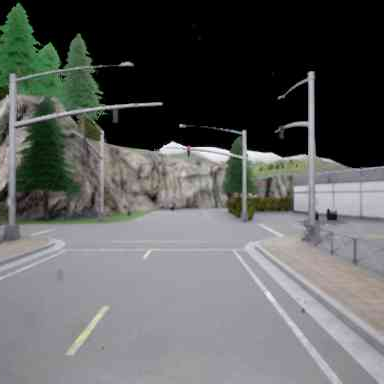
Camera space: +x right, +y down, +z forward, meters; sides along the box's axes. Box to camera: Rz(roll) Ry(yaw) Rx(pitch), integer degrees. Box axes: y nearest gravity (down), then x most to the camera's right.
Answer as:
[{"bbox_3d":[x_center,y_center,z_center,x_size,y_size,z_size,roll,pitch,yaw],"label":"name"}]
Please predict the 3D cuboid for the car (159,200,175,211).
[{"bbox_3d":[-3.932,2.069,52.439,2.097,1.767,4.553,1,-1,4],"label":"car"}]
